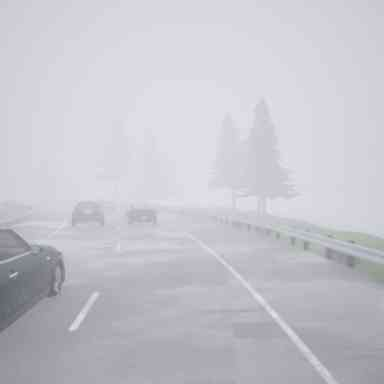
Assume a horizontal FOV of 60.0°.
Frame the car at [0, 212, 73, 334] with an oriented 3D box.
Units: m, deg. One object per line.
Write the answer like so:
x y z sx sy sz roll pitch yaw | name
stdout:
-3.829 1.369 5.702 2.097 1.767 4.553 0 0 -4 | car

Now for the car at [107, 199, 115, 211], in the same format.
-10.837 1.552 40.559 2.163 1.488 4.792 0 0 -28 | car

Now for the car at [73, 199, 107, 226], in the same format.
-7.412 1.385 23.784 2.097 1.767 4.553 0 0 -17 | car

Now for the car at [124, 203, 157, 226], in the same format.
-3.797 1.495 23.975 1.882 1.535 5.008 0 0 -17 | car
